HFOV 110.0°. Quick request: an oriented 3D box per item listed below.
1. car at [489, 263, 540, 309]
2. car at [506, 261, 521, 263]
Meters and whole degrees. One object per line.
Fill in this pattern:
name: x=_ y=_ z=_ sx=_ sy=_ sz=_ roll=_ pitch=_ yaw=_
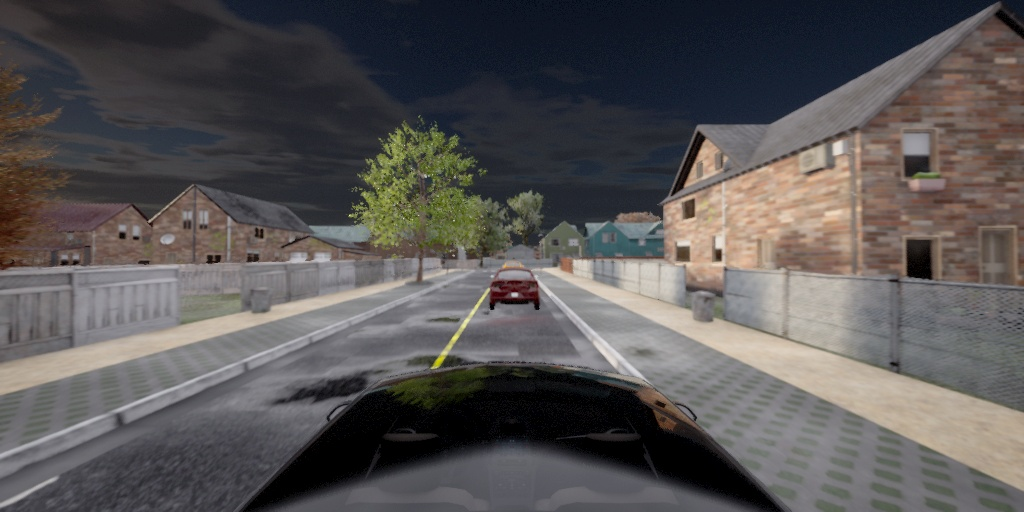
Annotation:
car: x=0.097 y=1.213 z=14.884 sx=1.882 sy=1.535 sz=5.008 roll=0 pitch=0 yaw=0
car: x=0.097 y=1.201 z=31.691 sx=1.882 sy=1.535 sz=5.008 roll=0 pitch=0 yaw=0
